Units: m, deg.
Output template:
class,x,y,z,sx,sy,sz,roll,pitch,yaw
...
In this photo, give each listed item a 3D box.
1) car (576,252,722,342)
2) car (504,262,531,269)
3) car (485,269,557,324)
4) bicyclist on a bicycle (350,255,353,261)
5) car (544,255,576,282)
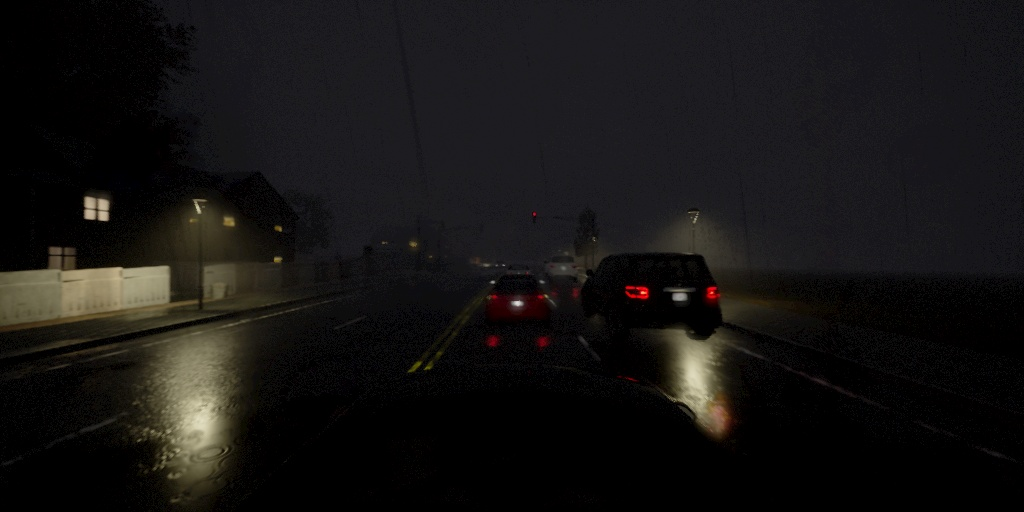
class,x,y,z,sx,sy,sz,roll,pitch,yaw
car,3.409,0.955,9.899,2.150,2.045,5.566,0,-1,1
car,0.552,1.321,28.713,1.895,1.301,4.718,0,0,2
car,0.190,1.300,12.014,1.994,1.385,4.181,0,0,1
bicyclist on a bicycle,-23.631,0.696,52.715,0.582,1.620,1.656,1,-1,16
car,3.787,0.942,28.216,2.150,2.045,5.566,0,0,2
